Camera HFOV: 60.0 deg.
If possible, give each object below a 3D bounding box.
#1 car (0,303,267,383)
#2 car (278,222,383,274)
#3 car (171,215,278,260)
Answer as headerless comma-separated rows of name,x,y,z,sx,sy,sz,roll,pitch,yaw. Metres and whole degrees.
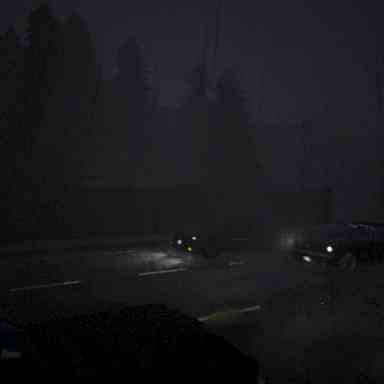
car,-1.690,1.584,2.348,4.718,1.301,1.895,1,0,-34
car,5.307,1.655,10.749,4.718,1.301,1.895,1,0,-28
car,1.329,1.584,12.577,4.181,1.385,1.994,1,0,-28
